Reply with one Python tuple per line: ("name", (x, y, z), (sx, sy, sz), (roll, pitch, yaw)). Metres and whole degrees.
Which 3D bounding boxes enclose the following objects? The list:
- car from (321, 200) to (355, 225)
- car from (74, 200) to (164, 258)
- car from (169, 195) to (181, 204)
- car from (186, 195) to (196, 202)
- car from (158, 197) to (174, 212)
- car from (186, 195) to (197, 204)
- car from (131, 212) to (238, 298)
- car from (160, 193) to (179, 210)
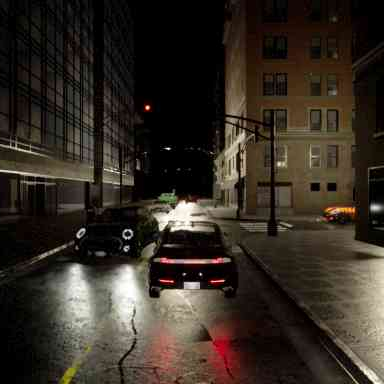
("car", (11.421, 1.309, 23.033), (4.553, 1.767, 2.097), (0, 0, -1))
("car", (-2.644, 1.349, 12.655), (2.097, 1.767, 4.553), (0, 0, 6))
("car", (-3.243, 1.449, 64.008), (2.128, 1.511, 4.902), (0, 0, 0))
("car", (-0.220, 1.473, 75.701), (2.128, 1.511, 4.902), (0, 0, 0))
("car", (-3.195, 1.506, 34.279), (1.812, 1.442, 4.674), (0, 0, 0))
("car", (-0.089, 1.313, 62.444), (2.097, 1.767, 4.553), (0, 0, 1))
("car", (0.022, 1.490, 8.479), (2.128, 1.511, 4.902), (0, 0, 1))
("car", (-3.203, 1.194, 43.732), (2.150, 2.045, 5.566), (0, 0, 1))
